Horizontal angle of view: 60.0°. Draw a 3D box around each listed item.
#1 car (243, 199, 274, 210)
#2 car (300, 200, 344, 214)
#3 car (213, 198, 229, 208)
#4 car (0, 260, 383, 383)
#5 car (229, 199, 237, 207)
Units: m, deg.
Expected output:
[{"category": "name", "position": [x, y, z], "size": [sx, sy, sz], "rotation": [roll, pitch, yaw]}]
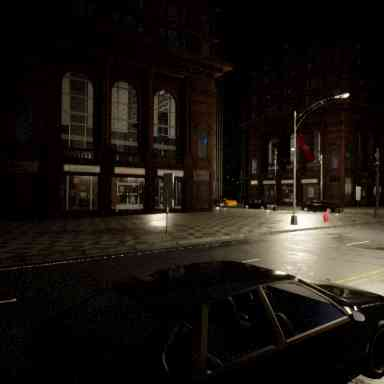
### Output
[{"category": "car", "position": [9.105, 1.722, 45.245], "size": [1.837, 1.490, 4.892], "rotation": [1, -1, -35]}, {"category": "car", "position": [14.594, 1.679, 37.507], "size": [1.837, 1.490, 4.892], "rotation": [1, -1, -35]}, {"category": "car", "position": [3.349, 1.789, 53.358], "size": [1.812, 1.442, 4.674], "rotation": [1, -1, -35]}, {"category": "car", "position": [0.423, 1.548, 3.744], "size": [5.357, 1.411, 2.033], "rotation": [0, 0, -36]}, {"category": "car", "position": [5.362, 1.783, 56.049], "size": [1.882, 1.535, 5.008], "rotation": [1, -1, -35]}]
